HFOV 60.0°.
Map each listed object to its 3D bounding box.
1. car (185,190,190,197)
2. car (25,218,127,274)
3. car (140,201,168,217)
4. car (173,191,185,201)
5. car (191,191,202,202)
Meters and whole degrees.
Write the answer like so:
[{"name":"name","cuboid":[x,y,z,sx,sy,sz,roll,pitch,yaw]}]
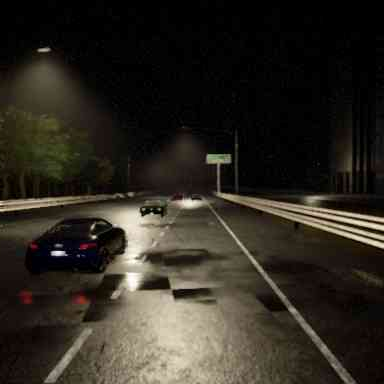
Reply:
[{"name":"car","cuboid":[-2.258,0.534,94.465,1.882,1.535,5.008,0,1,1]},{"name":"car","cuboid":[-3.336,1.495,10.361,1.994,1.385,4.181,0,0,1]},{"name":"car","cuboid":[-3.119,1.373,28.060,1.895,1.301,4.718,0,1,1]},{"name":"car","cuboid":[-2.737,0.949,64.044,1.812,1.442,4.674,0,1,1]},{"name":"car","cuboid":[0.811,1.048,59.607,1.895,1.301,4.718,0,1,1]}]
